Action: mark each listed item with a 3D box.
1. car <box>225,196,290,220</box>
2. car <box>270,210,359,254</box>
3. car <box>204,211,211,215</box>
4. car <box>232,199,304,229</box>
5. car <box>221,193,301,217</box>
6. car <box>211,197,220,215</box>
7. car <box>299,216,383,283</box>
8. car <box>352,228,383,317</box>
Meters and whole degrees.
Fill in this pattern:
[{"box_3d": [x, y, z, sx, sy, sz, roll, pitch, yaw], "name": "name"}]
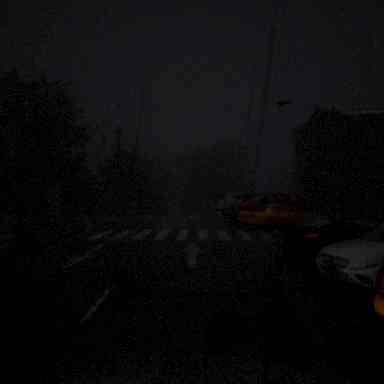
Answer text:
[{"box_3d": [5.211, 1.231, 26.432, 4.553, 1.767, 2.185, 1, 0, -21], "name": "car"}, {"box_3d": [5.315, 1.471, 11.313, 4.674, 1.452, 2.002, 1, 0, -20], "name": "car"}, {"box_3d": [4.282, 3.721, 55.052, 2.150, 2.045, 5.566, -5, -8, 41], "name": "car"}, {"box_3d": [5.470, 1.386, 20.433, 5.366, 1.575, 1.946, 1, 0, -20], "name": "car"}, {"box_3d": [5.252, 1.120, 23.380, 5.566, 2.045, 2.435, 1, 1, -21], "name": "car"}, {"box_3d": [5.127, 1.232, 32.409, 5.566, 2.045, 2.435, 2, -5, -20], "name": "car"}, {"box_3d": [5.320, 1.486, 8.285, 4.674, 1.452, 2.002, 1, 1, -20], "name": "car"}, {"box_3d": [5.478, 1.460, 5.324, 5.366, 1.575, 1.946, 1, 0, -20], "name": "car"}]
